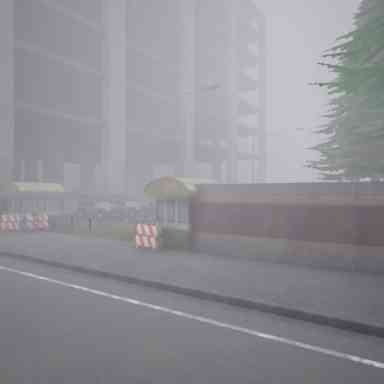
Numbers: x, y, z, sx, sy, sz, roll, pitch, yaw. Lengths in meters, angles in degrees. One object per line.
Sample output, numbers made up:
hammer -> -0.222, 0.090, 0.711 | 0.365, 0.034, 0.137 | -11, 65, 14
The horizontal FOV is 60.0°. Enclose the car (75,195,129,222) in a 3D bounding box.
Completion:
car -> -6.853, 1.167, 24.470 | 3.866, 1.878, 1.905 | 0, 0, 35

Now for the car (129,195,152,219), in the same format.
car -> -5.170, 1.167, 26.882 | 3.866, 1.878, 1.905 | 0, 0, 35
